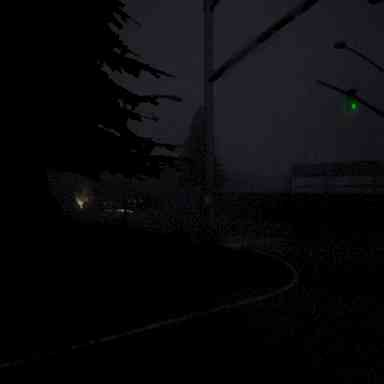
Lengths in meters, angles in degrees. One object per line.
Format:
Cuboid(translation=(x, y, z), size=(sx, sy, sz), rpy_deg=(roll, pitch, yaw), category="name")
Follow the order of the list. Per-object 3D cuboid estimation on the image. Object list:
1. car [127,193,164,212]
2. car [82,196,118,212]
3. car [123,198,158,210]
Cuboid(translation=(-5.249, 1.169, 38.749), size=(2.150, 2.045, 5.566), rpy_deg=(-1, -1, 20), category="car")
Cuboid(translation=(-10.666, 1.311, 38.447), size=(4.553, 1.767, 2.097), rpy_deg=(-1, 0, 38), category="car")
Cuboid(translation=(-6.518, 1.511, 42.515), size=(1.994, 1.385, 4.181), rpy_deg=(0, 0, 36), category="car")
